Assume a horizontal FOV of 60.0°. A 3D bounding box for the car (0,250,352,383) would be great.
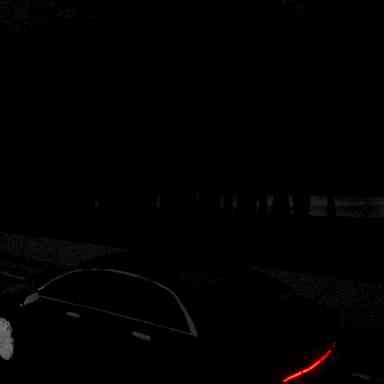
[{"bbox_3d":[-0.707,1.511,4.191,4.892,1.490,1.837,0,0,35],"label":"car"}]
